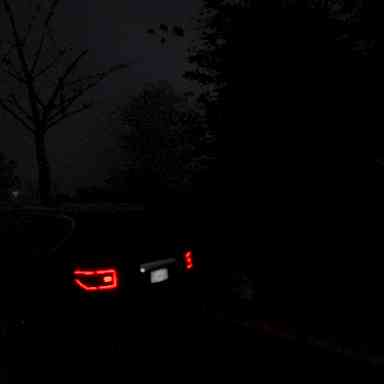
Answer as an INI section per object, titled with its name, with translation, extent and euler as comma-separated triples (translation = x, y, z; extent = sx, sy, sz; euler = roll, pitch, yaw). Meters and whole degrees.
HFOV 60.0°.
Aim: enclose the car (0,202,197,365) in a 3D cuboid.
[car]
translation = -2.442, 1.215, 6.105
extent = 5.566, 2.045, 2.150
euler = -1, -1, 41
